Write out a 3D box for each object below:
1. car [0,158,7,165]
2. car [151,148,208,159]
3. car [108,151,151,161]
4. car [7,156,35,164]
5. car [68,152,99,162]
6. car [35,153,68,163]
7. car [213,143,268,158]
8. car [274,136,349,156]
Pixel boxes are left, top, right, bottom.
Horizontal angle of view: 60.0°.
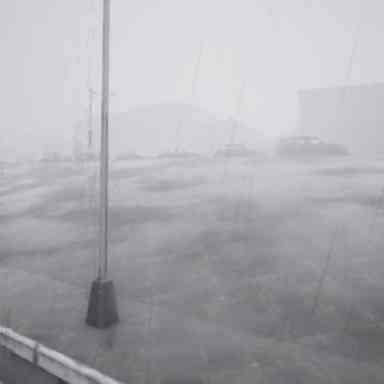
[{"bbox_3d":[-25.055,-3.827,44.574,4.674,1.452,2.002,1,1,33],"label":"car"},{"bbox_3d":[-0.898,-3.357,30.967,4.892,1.521,2.231,1,1,27],"label":"car"},{"bbox_3d":[-5.730,-3.418,33.425,4.674,1.452,2.002,1,1,28],"label":"car"},{"bbox_3d":[-20.342,-3.765,41.646,5.008,1.535,2.097,1,1,32],"label":"car"},{"bbox_3d":[-10.595,-3.529,36.031,4.792,1.488,2.163,1,1,29],"label":"car"},{"bbox_3d":[-15.588,-3.789,38.830,4.553,1.767,2.185,1,1,31],"label":"car"},{"bbox_3d":[4.183,-3.360,28.526,4.553,1.767,2.185,1,1,26],"label":"car"},{"bbox_3d":[9.285,-3.342,26.187,5.566,2.045,2.435,2,1,25],"label":"car"}]
